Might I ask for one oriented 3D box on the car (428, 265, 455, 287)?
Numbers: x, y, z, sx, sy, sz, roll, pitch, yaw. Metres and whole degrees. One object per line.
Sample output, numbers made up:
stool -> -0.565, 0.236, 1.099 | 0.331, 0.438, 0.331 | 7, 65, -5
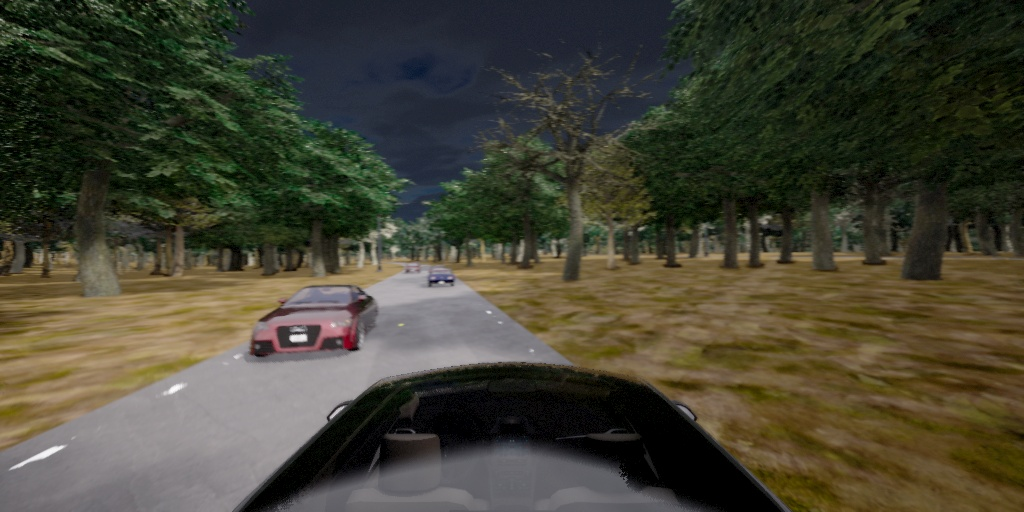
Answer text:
car -> -5.389, 1.576, 27.233 | 1.895, 1.301, 4.718 | 0, 0, -12

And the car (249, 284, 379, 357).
car -> -4.546, 1.406, 8.868 | 1.994, 1.385, 4.181 | 0, 0, -12

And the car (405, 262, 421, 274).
car -> -13.778, 1.664, 50.059 | 1.812, 1.442, 4.674 | 0, 0, -13
